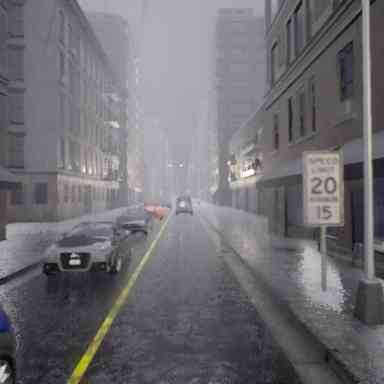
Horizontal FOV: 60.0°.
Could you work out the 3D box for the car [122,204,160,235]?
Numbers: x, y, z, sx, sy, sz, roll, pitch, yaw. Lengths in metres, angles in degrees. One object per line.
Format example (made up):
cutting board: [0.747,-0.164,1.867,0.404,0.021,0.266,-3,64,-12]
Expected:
car: [-3.340,1.677,19.993,2.033,1.411,5.357,0,0,-1]

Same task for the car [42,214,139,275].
car: [-3.084,1.644,10.650,1.994,1.385,4.181,0,0,-1]

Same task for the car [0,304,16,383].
car: [-2.842,1.385,1.547,2.097,1.767,4.553,0,0,-2]

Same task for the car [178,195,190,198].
car: [-1.141,1.476,47.599,2.150,2.045,5.566,0,0,-2]

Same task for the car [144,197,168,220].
car: [-3.576,1.535,30.085,2.097,1.767,4.553,0,0,-2]

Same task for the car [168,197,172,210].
car: [-4.010,1.553,48.272,2.097,1.767,4.553,0,0,-2]

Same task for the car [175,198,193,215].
car: [-0.830,1.738,36.008,2.033,1.411,5.357,0,0,-2]
